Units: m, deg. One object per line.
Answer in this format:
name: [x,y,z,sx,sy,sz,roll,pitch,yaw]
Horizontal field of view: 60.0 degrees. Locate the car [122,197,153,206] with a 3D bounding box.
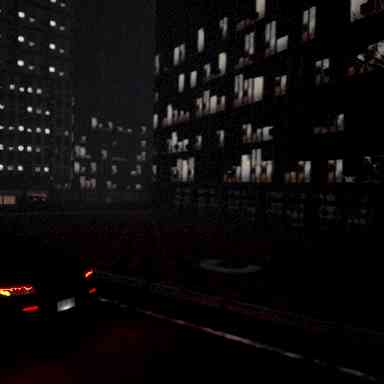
car: [-9.339,1.621,57.259,4.829,1.417,1.752,1,1,-34]

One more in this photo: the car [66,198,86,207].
car: [-18.557,1.542,50.954,4.403,1.369,2.008,1,1,-34]

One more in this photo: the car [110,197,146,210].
car: [-9.432,1.823,47.652,4.507,1.381,1.887,1,1,-34]

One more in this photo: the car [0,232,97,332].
car: [-3.750,1.495,6.335,4.674,1.442,1.812,1,0,36]

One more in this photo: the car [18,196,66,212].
car: [-18.783,1.488,41.246,5.009,1.841,2.192,1,1,-34]

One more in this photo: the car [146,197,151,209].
car: [-4.747,1.647,50.848,5.009,1.841,2.192,1,1,-34]
